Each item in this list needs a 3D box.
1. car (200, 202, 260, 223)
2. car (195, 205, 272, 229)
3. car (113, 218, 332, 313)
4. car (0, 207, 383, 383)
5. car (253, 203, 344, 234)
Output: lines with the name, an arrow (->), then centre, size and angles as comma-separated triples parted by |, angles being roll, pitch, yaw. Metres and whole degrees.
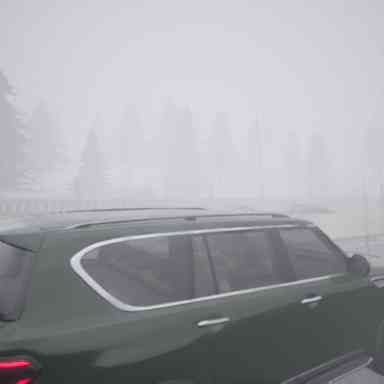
car -> 2.913, 1.499, 25.531 | 4.181, 1.385, 1.994 | 0, 0, -26
car -> 2.705, 1.547, 21.579 | 4.718, 1.301, 1.895 | 0, 0, -27
car -> 0.951, 1.525, 8.400 | 5.357, 1.411, 2.033 | 0, 0, -32
car -> 0.455, 1.210, 3.913 | 5.566, 2.045, 2.150 | 0, 0, -34
car -> 6.208, 1.455, 19.378 | 4.902, 1.511, 2.128 | 0, 0, -26
